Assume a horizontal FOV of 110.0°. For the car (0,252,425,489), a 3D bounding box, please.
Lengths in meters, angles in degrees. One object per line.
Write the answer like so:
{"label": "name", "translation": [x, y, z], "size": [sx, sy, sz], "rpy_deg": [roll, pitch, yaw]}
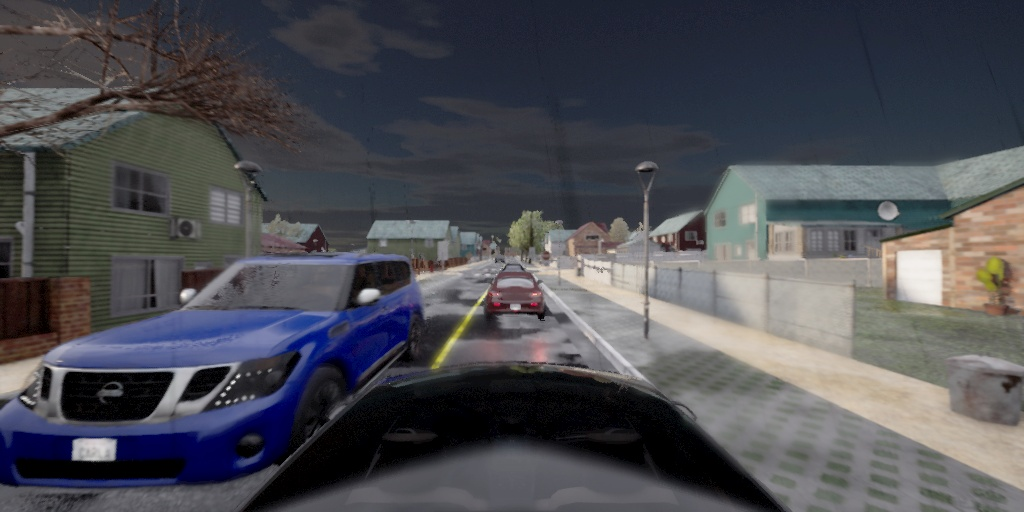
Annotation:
{"label": "car", "translation": [-2.849, 0.960, 5.207], "size": [2.150, 2.045, 5.566], "rpy_deg": [0, 0, 0]}

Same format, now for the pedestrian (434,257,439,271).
{"label": "pedestrian", "translation": [-9.689, 1.056, 46.087], "size": [0.375, 1.860, 0.375], "rpy_deg": [0, 1, 0]}

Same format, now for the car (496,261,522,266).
{"label": "car", "translation": [0.098, 1.236, 25.481], "size": [1.994, 1.385, 4.181], "rpy_deg": [0, 0, 0]}

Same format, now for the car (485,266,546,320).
{"label": "car", "translation": [0.100, 1.242, 12.302], "size": [1.812, 1.442, 4.674], "rpy_deg": [0, 0, 0]}
